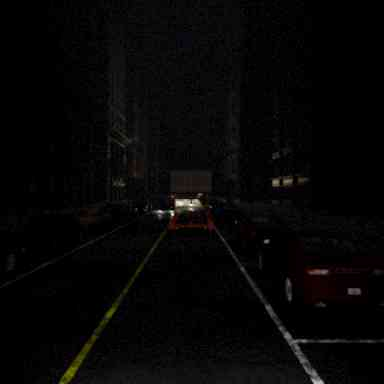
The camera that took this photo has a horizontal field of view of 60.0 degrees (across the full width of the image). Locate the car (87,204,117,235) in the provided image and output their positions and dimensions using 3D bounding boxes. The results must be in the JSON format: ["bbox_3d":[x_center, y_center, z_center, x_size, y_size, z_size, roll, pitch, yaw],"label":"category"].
[{"bbox_3d":[-5.811,1.528,18.920,1.752,1.417,4.829,0,0,0],"label":"car"}]

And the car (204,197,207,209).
[{"bbox_3d":[2.671,1.563,36.037,2.008,1.369,4.403,0,0,0],"label":"car"}]

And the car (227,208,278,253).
[{"bbox_3d":[2.727,1.546,13.492,1.887,1.381,4.507,0,0,0],"label":"car"}]

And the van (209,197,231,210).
[{"bbox_3d":[2.685,1.350,30.401,1.690,1.788,3.998,0,0,0],"label":"van"}]

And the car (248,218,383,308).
[{"bbox_3d":[2.741,1.545,7.856,1.887,1.381,4.507,0,0,0],"label":"car"}]

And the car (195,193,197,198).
[{"bbox_3d":[2.530,1.616,92.570,1.752,1.417,4.829,0,0,0],"label":"car"}]

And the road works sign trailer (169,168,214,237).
[{"bbox_3d":[-0.045,0.467,18.143,2.380,3.560,2.880,0,0,0],"label":"road works sign trailer"}]

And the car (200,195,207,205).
[{"bbox_3d":[2.643,1.574,47.310,2.008,1.369,4.403,0,0,0],"label":"car"}]

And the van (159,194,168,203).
[{"bbox_3d":[-5.939,1.392,69.818,1.690,1.788,3.998,0,0,0],"label":"van"}]

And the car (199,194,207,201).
[{"bbox_3d":[2.615,1.581,58.582,1.887,1.381,4.507,0,0,0],"label":"car"}]

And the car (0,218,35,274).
[{"bbox_3d":[-5.784,1.545,7.817,1.887,1.381,4.507,0,0,0],"label":"car"}]

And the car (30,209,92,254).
[{"bbox_3d":[-5.798,1.567,13.454,1.947,1.339,4.313,0,0,0],"label":"car"}]

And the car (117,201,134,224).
[{"bbox_3d":[-5.826,1.571,24.726,1.947,1.339,4.313,0,0,0],"label":"car"}]

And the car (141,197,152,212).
[{"bbox_3d":[-5.854,1.578,36.000,1.947,1.339,4.313,0,0,0],"label":"car"}]

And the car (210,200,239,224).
[{"bbox_3d":[2.699,1.556,24.765,2.008,1.369,4.403,0,0,0],"label":"car"}]

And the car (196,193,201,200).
[{"bbox_3d":[2.586,1.366,69.855,2.192,1.841,5.009,0,0,0],"label":"car"}]

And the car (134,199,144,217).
[{"bbox_3d":[-5.840,1.590,30.364,1.802,1.307,4.206,0,0,0],"label":"car"}]

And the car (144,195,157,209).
[{"bbox_3d":[-5.868,1.457,41.637,1.967,1.590,4.097,0,0,0],"label":"car"}]

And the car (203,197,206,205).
[{"bbox_3d":[2.657,1.599,41.674,1.802,1.307,4.206,0,0,0],"label":"car"}]

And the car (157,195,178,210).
[{"bbox_3d":[-3.198,1.496,43.453,1.882,1.535,5.008,0,0,0],"label":"car"}]
